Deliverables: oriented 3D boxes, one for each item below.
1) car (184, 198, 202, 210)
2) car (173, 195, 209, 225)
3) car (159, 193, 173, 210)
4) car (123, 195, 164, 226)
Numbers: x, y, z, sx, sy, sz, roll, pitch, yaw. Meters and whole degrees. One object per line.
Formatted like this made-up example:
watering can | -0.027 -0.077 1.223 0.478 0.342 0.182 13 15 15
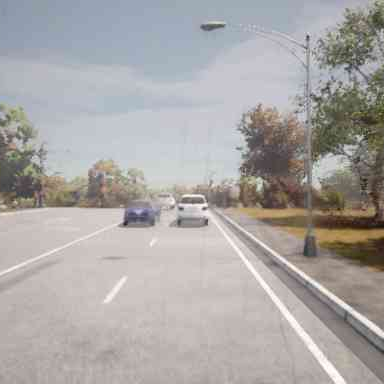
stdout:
car | 0.101 1.504 42.926 2.128 1.511 4.902 0 -1 0
car | 0.071 1.215 24.086 2.150 2.045 5.566 0 0 0
car | -3.395 1.241 43.512 2.150 2.045 5.566 0 -1 0
car | -3.432 1.343 23.570 2.097 1.767 4.553 0 0 0
